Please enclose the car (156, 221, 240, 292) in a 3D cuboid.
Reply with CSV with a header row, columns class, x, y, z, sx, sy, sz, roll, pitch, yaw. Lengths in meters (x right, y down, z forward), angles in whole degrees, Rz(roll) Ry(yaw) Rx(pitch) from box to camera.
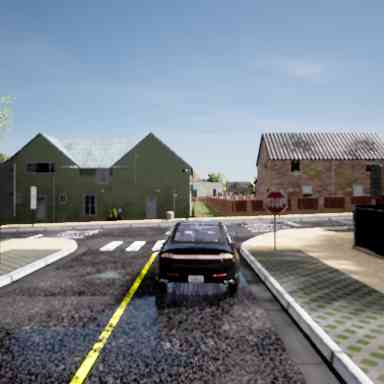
class,x,y,z,sx,sy,sz,roll,pitch,yaw
car,0.220,1.527,9.064,2.128,1.511,4.902,0,0,3
